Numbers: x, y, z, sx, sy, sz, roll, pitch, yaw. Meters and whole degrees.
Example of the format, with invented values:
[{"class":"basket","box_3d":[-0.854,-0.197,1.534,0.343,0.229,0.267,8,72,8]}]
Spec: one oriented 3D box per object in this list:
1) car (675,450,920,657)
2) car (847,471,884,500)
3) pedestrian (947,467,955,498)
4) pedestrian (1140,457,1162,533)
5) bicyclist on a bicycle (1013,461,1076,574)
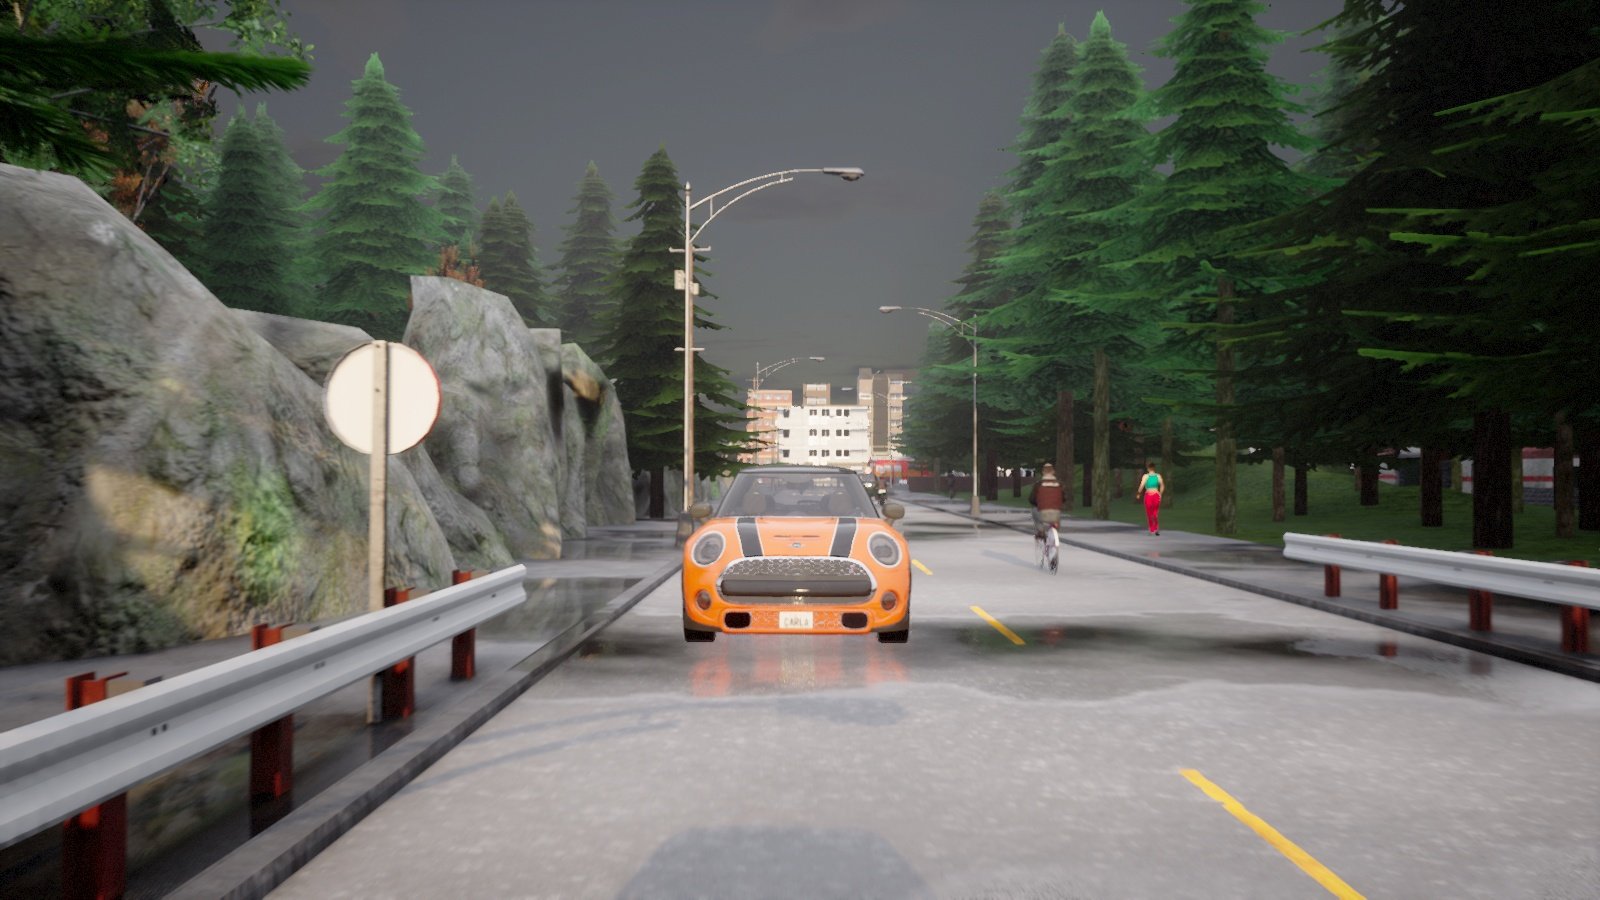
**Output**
[{"class":"car","box_3d":[-0.021,0.932,13.052,2.097,1.767,4.553,0,-1,0]},{"class":"car","box_3d":[4.097,2.206,79.303,2.097,1.767,4.553,0,-1,0]},{"class":"pedestrian","box_3d":[9.286,1.998,77.321,0.396,1.930,0.692,0,-1,0]},{"class":"pedestrian","box_3d":[8.608,1.094,30.767,0.345,1.836,0.594,0,-1,-1]},{"class":"bicyclist on a bicycle","box_3d":[3.992,1.075,20.619,0.659,1.776,1.843,0,-1,0]}]
